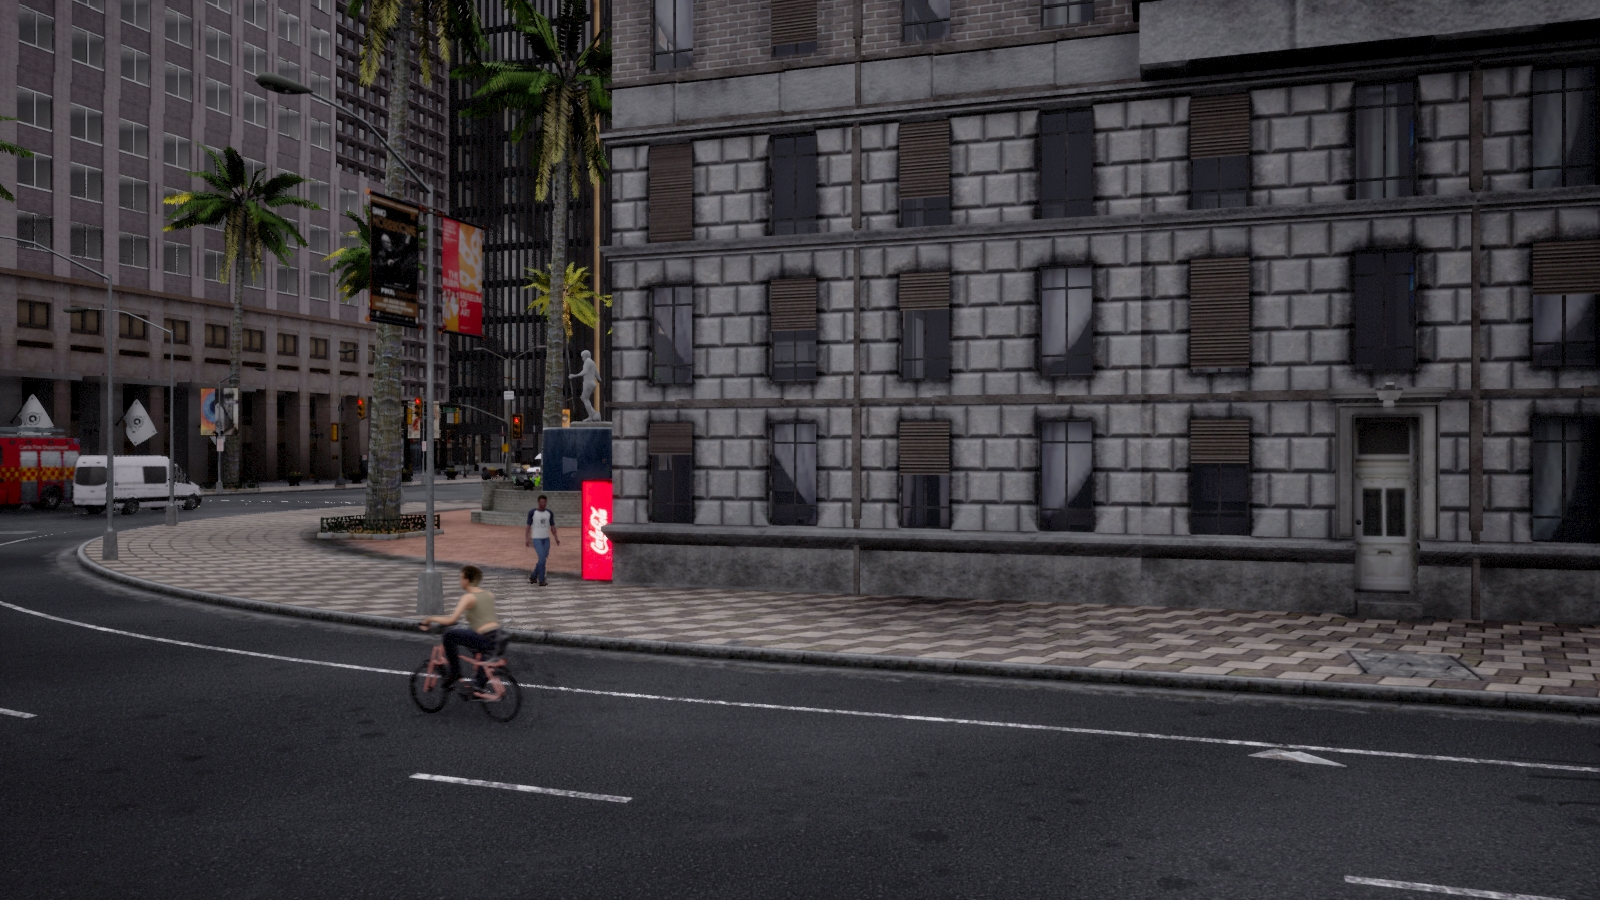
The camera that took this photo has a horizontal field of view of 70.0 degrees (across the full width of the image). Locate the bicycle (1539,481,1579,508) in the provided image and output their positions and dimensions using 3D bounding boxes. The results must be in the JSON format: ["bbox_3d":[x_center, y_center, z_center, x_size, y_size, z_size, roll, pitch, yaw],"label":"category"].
[{"bbox_3d":[38.810,2.268,58.472,0.329,1.171,1.835,6,3,-14],"label":"bicycle"}]

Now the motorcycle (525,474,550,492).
[{"bbox_3d":[-17.703,2.213,76.981,0.803,1.145,2.033,0,0,-38],"label":"motorcycle"}]

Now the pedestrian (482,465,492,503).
[{"bbox_3d":[-15.703,1.696,57.342,0.375,1.860,0.375,0,0,17],"label":"pedestrian"}]

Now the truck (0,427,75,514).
[{"bbox_3d":[-36.652,0.890,50.387,2.891,3.827,8.468,0,0,11],"label":"truck"}]

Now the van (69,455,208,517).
[{"bbox_3d":[-29.401,1.534,51.068,1.988,2.561,5.915,0,0,11],"label":"van"}]

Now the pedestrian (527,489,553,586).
[{"bbox_3d":[-5.090,1.696,22.322,0.375,1.860,0.375,0,0,-37],"label":"pedestrian"}]
